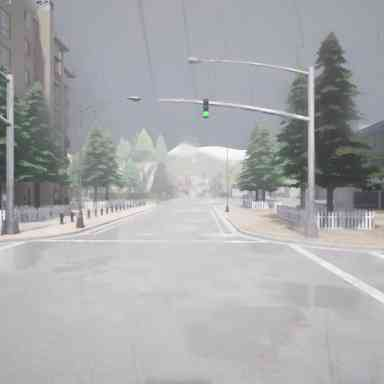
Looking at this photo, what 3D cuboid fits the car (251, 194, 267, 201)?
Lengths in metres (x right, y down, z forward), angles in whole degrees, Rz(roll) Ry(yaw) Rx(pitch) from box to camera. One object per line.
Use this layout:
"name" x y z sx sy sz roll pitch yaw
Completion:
"car" 15.773 1.458 78.580 1.845 1.501 3.633 0 0 2

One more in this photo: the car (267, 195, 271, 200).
"car" 19.053 1.473 85.873 1.970 1.475 3.806 0 0 2
